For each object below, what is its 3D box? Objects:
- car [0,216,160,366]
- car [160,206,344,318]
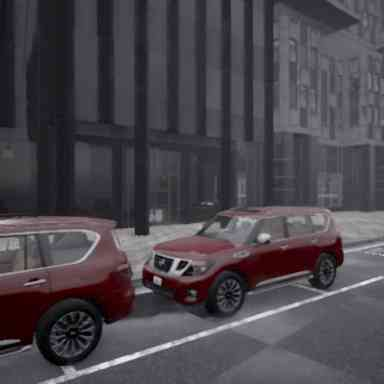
[{"bbox_3d":[-3.176,1.316,4.267,5.009,1.841,2.192,0,0,-35],"label":"car"},{"bbox_3d":[1.418,1.291,7.539,5.009,1.841,2.192,0,0,-35],"label":"car"}]
